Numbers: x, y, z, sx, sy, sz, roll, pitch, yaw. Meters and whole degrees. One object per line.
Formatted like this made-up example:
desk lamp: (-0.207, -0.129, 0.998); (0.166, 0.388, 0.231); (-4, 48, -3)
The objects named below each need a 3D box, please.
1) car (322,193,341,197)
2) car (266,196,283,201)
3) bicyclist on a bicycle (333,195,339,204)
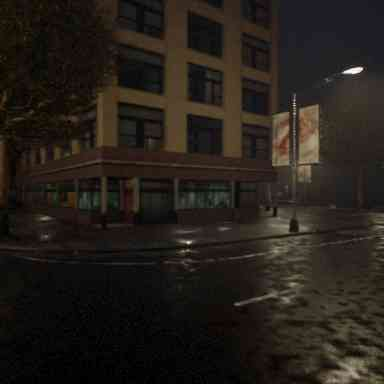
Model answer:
car: (31.867, 1.446, 78.844); (2.002, 1.452, 4.674); (0, 0, -36)
car: (21.390, 1.532, 86.327); (2.161, 1.482, 4.786); (0, 0, -36)
bicyclist on a bicycle: (26.083, 1.399, 60.223); (1.656, 1.620, 0.582); (0, 0, -36)
